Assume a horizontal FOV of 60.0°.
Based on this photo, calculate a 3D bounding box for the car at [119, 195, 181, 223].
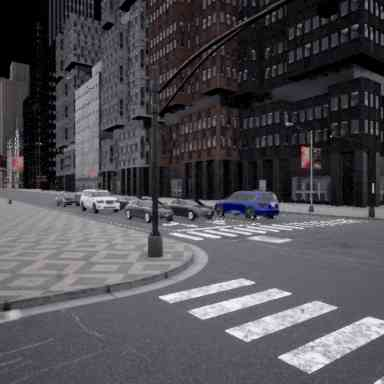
[{"bbox_3d":[-3.040,1.239,23.284,1.837,1.490,4.892,0,1,-36],"label":"car"}]

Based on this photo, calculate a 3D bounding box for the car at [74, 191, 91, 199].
[{"bbox_3d":[-21.885,0.561,66.395,1.812,1.442,4.674,0,1,-36],"label":"car"}]

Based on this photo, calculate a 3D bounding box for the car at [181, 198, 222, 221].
[{"bbox_3d":[-0.276,1.238,24.965,1.837,1.490,4.892,0,1,-38],"label":"car"}]

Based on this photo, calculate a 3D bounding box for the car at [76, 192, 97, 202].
[{"bbox_3d":[-17.414,0.734,54.646,1.837,1.490,4.892,0,1,-36],"label":"car"}]

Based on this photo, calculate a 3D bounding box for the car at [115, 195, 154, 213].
[{"bbox_3d":[-5.720,1.106,32.553,1.837,1.490,4.892,0,1,-36],"label":"car"}]

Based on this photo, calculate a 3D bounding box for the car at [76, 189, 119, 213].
[{"bbox_3d":[-8.729,0.818,31.168,2.150,2.045,5.566,0,1,-36],"label":"car"}]

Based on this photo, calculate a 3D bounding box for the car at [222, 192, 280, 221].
[{"bbox_3d":[3.992,0.984,24.989,2.150,2.045,5.566,0,1,-36],"label":"car"}]

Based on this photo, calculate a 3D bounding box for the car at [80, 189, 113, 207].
[{"bbox_3d":[-11.869,0.670,41.093,2.150,2.045,5.566,0,1,-35],"label":"car"}]

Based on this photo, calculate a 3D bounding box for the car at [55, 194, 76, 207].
[{"bbox_3d":[-14.942,0.990,39.789,2.033,1.411,5.357,0,1,-36],"label":"car"}]
